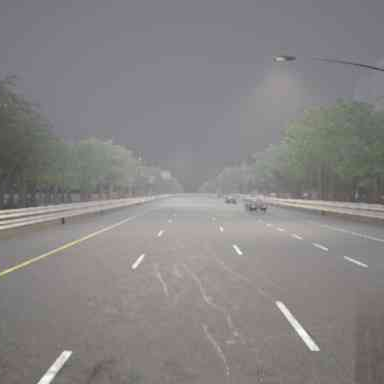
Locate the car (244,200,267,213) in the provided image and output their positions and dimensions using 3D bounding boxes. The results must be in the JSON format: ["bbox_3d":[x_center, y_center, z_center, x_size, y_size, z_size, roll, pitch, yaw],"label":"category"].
[{"bbox_3d":[7.079,1.599,37.503,1.895,1.301,4.718,0,0,0],"label":"car"}]

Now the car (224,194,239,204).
[{"bbox_3d":[7.138,1.521,62.431,1.812,1.442,4.674,0,0,0],"label":"car"}]
